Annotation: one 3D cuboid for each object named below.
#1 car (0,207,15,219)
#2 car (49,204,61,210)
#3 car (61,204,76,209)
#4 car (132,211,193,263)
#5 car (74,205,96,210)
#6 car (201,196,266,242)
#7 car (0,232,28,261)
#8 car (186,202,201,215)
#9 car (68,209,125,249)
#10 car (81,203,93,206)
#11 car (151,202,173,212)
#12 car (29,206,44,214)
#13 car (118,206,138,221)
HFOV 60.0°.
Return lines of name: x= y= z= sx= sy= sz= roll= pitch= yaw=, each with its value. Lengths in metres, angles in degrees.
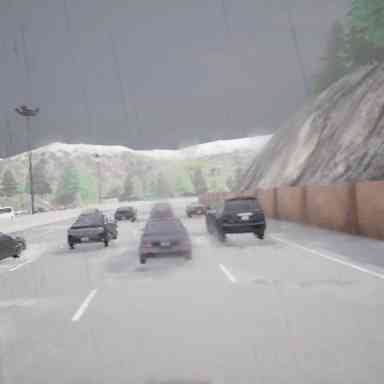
car: x=-20.965 y=2.701 z=35.474 sx=2.150 sy=2.045 sz=5.566 roll=-3 pitch=0 yaw=-5
car: x=-31.190 y=3.443 z=76.722 sx=2.097 sy=1.767 sz=4.553 roll=-3 pitch=0 yaw=0
car: x=-27.687 y=3.417 z=76.584 sx=1.812 sy=1.442 sz=4.674 roll=-3 pitch=0 yaw=0
car: x=-1.063 y=1.717 z=12.973 sx=2.033 sy=1.411 sz=5.357 roll=-3 pitch=0 yaw=-5
car: x=-10.008 y=2.370 z=33.212 sx=1.812 sy=1.442 sz=4.674 roll=-3 pitch=0 yaw=-5
car: x=2.053 y=1.249 z=17.009 sx=2.150 sy=2.045 sz=5.566 roll=-3 pitch=0 yaw=-5
car: x=-8.018 y=2.104 z=12.286 sx=2.033 sy=1.411 sz=5.357 roll=-3 pitch=0 yaw=-5
car: x=0.436 y=1.789 z=34.130 sx=1.812 sy=1.442 sz=4.674 roll=-3 pitch=0 yaw=-5
car: x=-4.963 y=1.915 z=17.099 sx=2.128 sy=1.511 sz=4.902 roll=-3 pitch=-1 yaw=-5
car: x=-24.197 y=3.176 z=76.479 sx=1.882 sy=1.535 sz=5.008 roll=-3 pitch=0 yaw=0
car: x=-2.923 y=1.790 z=32.415 sx=2.097 sy=1.767 sz=4.553 roll=-3 pitch=0 yaw=-5
car: x=-34.685 y=3.977 z=74.127 sx=2.128 sy=1.511 sz=4.902 roll=-3 pitch=0 yaw=-4
car: x=-6.432 y=2.142 z=32.506 sx=1.837 sy=1.490 sz=4.892 roll=-3 pitch=0 yaw=-5
